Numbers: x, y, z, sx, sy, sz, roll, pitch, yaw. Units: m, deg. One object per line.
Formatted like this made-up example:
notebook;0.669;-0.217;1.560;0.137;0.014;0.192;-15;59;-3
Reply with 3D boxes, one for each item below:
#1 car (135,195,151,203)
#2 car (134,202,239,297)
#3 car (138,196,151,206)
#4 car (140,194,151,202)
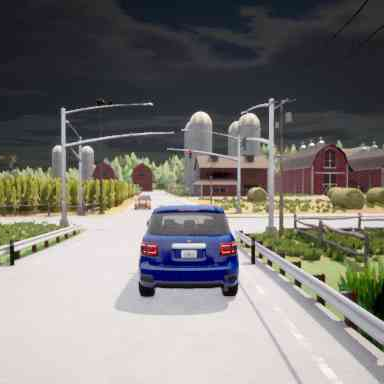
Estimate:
car;-6.390;1.334;43.508;2.097;1.767;4.553;0;1;-7
car;-0.109;1.364;9.053;2.150;2.045;5.566;0;-2;-1
car;-7.602;1.391;53.170;1.994;1.385;4.181;0;1;-8
car;-9.023;1.208;64.559;1.994;1.385;4.181;0;1;-7
